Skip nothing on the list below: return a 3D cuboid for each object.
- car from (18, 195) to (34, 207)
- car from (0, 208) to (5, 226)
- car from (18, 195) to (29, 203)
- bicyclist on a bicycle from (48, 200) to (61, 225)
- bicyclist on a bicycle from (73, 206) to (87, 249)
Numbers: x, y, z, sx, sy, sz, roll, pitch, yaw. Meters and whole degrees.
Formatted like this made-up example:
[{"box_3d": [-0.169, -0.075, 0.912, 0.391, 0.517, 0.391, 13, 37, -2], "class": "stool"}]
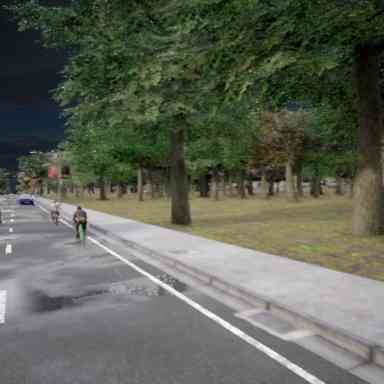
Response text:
[{"box_3d": [-25.329, 1.383, 50.966, 1.882, 1.535, 5.008, -2, 1, -28], "class": "car"}, {"box_3d": [-13.893, 1.512, 22.446, 1.837, 1.490, 4.892, -2, 1, -28], "class": "car"}, {"box_3d": [-33.341, 1.421, 65.877, 1.812, 1.442, 4.674, -2, 1, -28], "class": "car"}, {"box_3d": [-9.010, 1.352, 21.898, 0.866, 1.612, 1.509, -2, 1, -28], "class": "bicyclist on a bicycle"}, {"box_3d": [-4.429, 1.378, 13.212, 0.582, 1.620, 1.656, -2, 0, -28], "class": "bicyclist on a bicycle"}]
